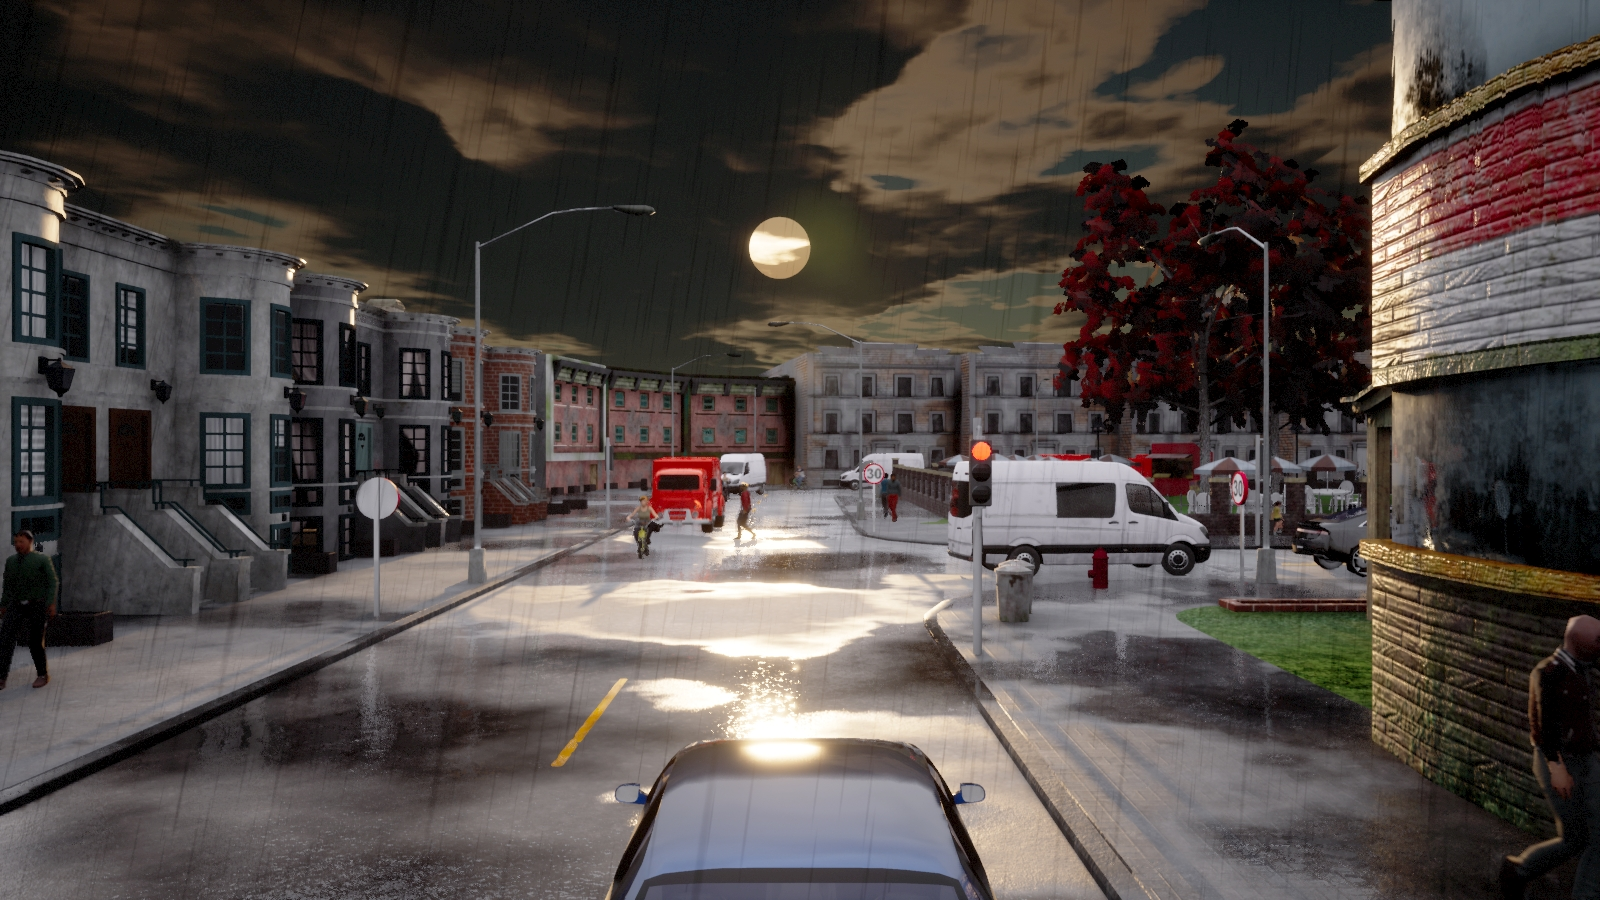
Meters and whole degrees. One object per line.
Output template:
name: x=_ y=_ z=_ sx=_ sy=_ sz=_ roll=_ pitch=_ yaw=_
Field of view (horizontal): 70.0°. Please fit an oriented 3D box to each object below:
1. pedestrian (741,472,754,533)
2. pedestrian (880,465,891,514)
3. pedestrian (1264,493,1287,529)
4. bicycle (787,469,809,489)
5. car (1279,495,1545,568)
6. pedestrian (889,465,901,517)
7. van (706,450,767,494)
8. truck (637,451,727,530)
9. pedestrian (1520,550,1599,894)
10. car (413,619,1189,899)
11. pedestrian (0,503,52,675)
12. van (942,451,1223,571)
pedestrian: x=-1.608 y=1.615 z=35.027 sx=0.375 sy=1.860 sz=0.375 roll=0 pitch=0 yaw=0
pedestrian: x=3.281 y=1.500 z=43.912 sx=0.375 sy=1.860 sz=0.375 roll=0 pitch=0 yaw=9
pedestrian: x=14.696 y=1.882 z=35.293 sx=0.500 sy=1.100 sz=0.500 roll=0 pitch=0 yaw=1
bicycle: x=-0.134 y=1.909 z=76.685 sx=1.643 sy=1.296 sz=0.373 roll=-1 pitch=1 yaw=-39
car: x=13.778 y=1.817 z=25.951 sx=4.902 sy=1.511 sz=2.128 roll=0 pitch=0 yaw=-1
pedestrian: x=3.473 y=1.500 z=41.938 sx=0.375 sy=1.860 sz=0.375 roll=0 pitch=0 yaw=16
van: x=-3.794 y=1.289 z=69.747 sx=1.988 sy=2.561 sz=5.915 roll=0 pitch=0 yaw=15
truck: x=-4.014 y=1.317 z=39.963 sx=2.627 sy=2.467 sz=5.204 roll=0 pitch=1 yaw=0
pedestrian: x=4.439 y=1.523 z=6.553 sx=0.375 sy=1.860 sz=0.375 roll=0 pitch=0 yaw=-24
car: x=-0.001 y=1.884 z=5.268 sx=2.033 sy=1.411 sz=5.357 roll=0 pitch=0 yaw=0
pedestrian: x=-8.574 y=1.521 z=12.629 sx=0.375 sy=1.860 sz=0.375 roll=0 pitch=0 yaw=-3
van: x=6.389 y=1.304 z=26.031 sx=5.915 sy=2.561 sz=1.988 roll=0 pitch=0 yaw=-11
